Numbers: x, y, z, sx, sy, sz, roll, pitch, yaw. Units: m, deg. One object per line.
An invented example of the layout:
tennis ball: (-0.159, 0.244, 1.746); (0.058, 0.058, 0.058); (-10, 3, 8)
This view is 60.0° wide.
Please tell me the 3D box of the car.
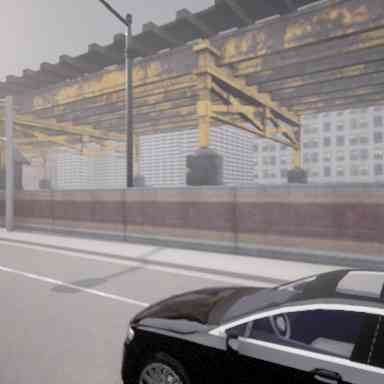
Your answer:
car: (1.454, 1.495, 2.953); (4.902, 1.511, 2.128); (0, 0, 36)
